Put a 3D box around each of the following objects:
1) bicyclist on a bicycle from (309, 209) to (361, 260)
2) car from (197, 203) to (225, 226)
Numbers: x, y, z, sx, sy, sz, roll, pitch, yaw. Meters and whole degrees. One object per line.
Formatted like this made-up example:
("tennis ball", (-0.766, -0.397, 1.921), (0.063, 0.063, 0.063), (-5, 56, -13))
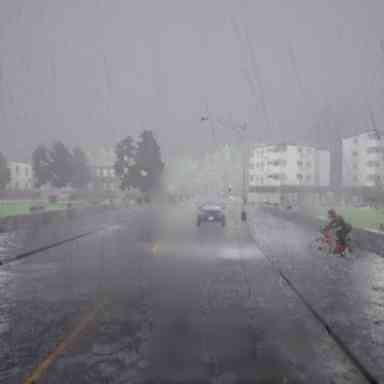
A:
("bicyclist on a bicycle", (4.660, 1.394, 10.788), (1.656, 1.620, 0.582), (2, 0, 3))
("car", (1.347, 1.498, 23.390), (1.812, 1.442, 4.674), (1, 0, 3))
